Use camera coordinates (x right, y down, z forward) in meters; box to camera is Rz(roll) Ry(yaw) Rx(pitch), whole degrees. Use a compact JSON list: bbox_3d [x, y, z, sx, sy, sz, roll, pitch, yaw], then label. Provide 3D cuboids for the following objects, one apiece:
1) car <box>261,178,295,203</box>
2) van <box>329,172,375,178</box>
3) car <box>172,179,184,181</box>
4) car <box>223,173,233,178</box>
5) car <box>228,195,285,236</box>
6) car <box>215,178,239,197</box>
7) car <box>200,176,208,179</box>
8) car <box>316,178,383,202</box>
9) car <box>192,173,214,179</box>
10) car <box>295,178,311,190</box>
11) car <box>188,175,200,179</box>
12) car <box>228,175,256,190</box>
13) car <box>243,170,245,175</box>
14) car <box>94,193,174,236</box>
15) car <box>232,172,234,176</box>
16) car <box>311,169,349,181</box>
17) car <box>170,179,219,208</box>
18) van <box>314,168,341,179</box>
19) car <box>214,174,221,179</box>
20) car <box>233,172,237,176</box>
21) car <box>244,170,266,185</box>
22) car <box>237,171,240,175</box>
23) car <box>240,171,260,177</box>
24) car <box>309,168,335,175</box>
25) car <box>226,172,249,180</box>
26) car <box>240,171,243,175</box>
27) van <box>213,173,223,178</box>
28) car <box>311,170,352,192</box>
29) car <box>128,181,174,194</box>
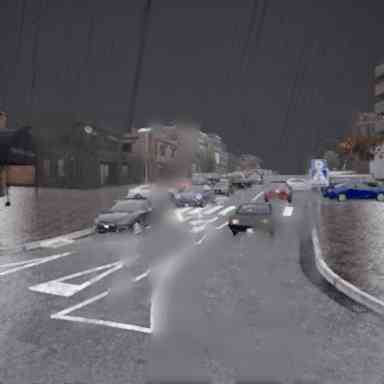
[{"bbox_3d":[7.297,-0.166,27.868,2.097,1.767,4.553,0,5,18],"label":"car"},{"bbox_3d":[14.244,-0.543,29.641,4.442,1.987,1.878,-1,4,0],"label":"van"},{"bbox_3d":[-2.613,-0.215,33.278,4.792,1.488,2.163,-2,4,-2],"label":"car"},{"bbox_3d":[2.887,-1.696,50.071,5.366,1.575,1.946,-2,4,-2],"label":"car"},{"bbox_3d":[3.052,1.107,15.333,1.895,1.301,4.718,0,3,19],"label":"car"},{"bbox_3d":[3.128,-0.343,34.029,1.994,1.385,4.181,0,5,20],"label":"car"},{"bbox_3d":[-0.895,-0.694,38.877,4.792,1.488,2.163,-2,5,-2],"label":"car"},{"bbox_3d":[13.125,-0.072,26.841,5.008,1.535,2.097,-1,5,0],"label":"car"},{"bbox_3d":[0.050,-1.091,41.668,4.553,1.767,2.185,-2,5,-2],"label":"car"},{"bbox_3d":[11.969,-0.801,36.762,4.674,1.442,1.812,1,5,24],"label":"car"},{"bbox_3d":[-1.729,-0.610,36.064,4.553,1.767,2.185,-2,5,-2],"label":"car"},{"bbox_3d":[6.327,-1.024,42.214,1.895,1.301,4.718,1,5,24],"label":"car"},{"bbox_3d":[7.205,-2.882,63.981,4.892,1.521,2.231,-2,4,-2],"label":"car"},{"bbox_3d":[-2.766,1.065,16.033,1.837,1.490,4.892,0,3,19],"label":"car"},{"bbox_3d":[3.588,-1.926,52.853,5.008,1.535,2.097,-2,4,-2],"label":"car"},{"bbox_3d":[23.985,-3.030,57.934,5.566,2.045,2.435,-1,4,-2],"label":"car"},{"bbox_3d":[0.313,0.175,25.570,2.097,1.767,4.553,0,5,18],"label":"car"},{"bbox_3d":[25.930,-3.495,63.615,4.442,1.987,1.878,-1,4,-2],"label":"van"},{"bbox_3d":[0.909,-1.206,44.485,5.008,1.535,2.097,-2,4,-2],"label":"car"},{"bbox_3d":[4.524,-2.137,55.638,4.792,1.488,2.163,-2,4,-2],"label":"car"},{"bbox_3d":[9.740,-2.044,50.998,2.097,1.767,4.553,0,5,18],"label":"car"},{"bbox_3d":[5.385,-2.405,58.423,5.008,1.535,2.097,-2,4,-2],"label":"car"},{"bbox_3d":[15.438,-4.870,88.992,4.892,1.521,2.231,-2,4,-1],"label":"car"},{"bbox_3d":[22.084,-2.537,52.244,5.566,2.045,2.435,-1,4,-1],"label":"car"},{"bbox_3d":[9.921,-3.554,72.337,4.674,1.452,2.002,-2,4,-2],"label":"car"},{"bbox_3d":[6.299,-2.643,61.202,4.892,1.521,2.231,-2,5,-2],"label":"car"},{"bbox_3d":[1.682,-1.667,47.254,4.442,1.987,1.878,-2,5,-2],"label":"van"},{"bbox_3d":[15.098,-0.812,32.446,5.566,2.045,2.435,-1,5,0],"label":"car"},{"bbox_3d":[-3.529,0.038,30.472,4.674,1.452,2.002,-2,4,-2],"label":"car"}]
